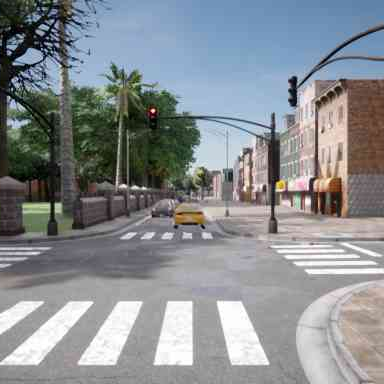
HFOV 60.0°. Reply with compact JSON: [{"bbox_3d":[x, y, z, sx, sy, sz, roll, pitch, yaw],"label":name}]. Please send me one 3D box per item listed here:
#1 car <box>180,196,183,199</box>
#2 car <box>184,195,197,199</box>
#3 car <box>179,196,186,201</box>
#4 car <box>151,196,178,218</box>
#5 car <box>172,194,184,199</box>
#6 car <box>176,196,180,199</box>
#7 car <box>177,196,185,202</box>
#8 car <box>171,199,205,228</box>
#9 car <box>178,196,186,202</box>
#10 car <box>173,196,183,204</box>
[{"bbox_3d":[-2.616,1.677,47.718,1.802,1.307,4.206,0,0,0],"label":"car"},{"bbox_3d":[0.130,1.621,56.050,2.128,1.511,4.902,0,0,0],"label":"car"},{"bbox_3d":[-2.592,1.910,93.227,1.947,1.339,4.313,-1,0,0],"label":"car"},{"bbox_3d":[-2.625,1.480,30.652,1.967,1.590,4.097,0,0,0],"label":"car"},{"bbox_3d":[-2.946,1.398,64.289,2.150,2.045,5.566,0,0,0],"label":"car"},{"bbox_3d":[-2.621,1.496,36.340,1.967,1.590,4.097,0,0,0],"label":"car"},{"bbox_3d":[-2.599,1.814,81.849,1.887,1.381,4.507,0,0,0],"label":"car"},{"bbox_3d":[-0.150,1.499,22.406,1.882,1.535,5.008,-1,0,0],"label":"car"},{"bbox_3d":[-2.596,1.856,87.538,2.008,1.369,4.403,-1,0,0],"label":"car"},{"bbox_3d":[-2.981,1.711,71.258,1.837,1.490,4.892,0,0,0],"label":"car"}]
